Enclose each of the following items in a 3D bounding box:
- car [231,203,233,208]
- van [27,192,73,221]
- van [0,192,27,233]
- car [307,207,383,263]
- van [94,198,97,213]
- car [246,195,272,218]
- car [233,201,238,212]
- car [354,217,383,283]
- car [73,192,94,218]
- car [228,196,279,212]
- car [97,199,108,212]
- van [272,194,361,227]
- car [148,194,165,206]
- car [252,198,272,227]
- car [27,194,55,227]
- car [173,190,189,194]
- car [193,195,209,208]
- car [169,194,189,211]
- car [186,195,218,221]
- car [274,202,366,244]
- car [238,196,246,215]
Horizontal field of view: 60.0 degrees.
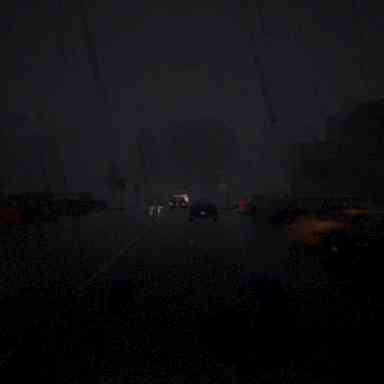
[{"bbox_3d":[6.228,1.212,30.911,4.792,1.488,2.163,1,1,-21],"label":"car"},{"bbox_3d":[-10.862,1.065,23.207,4.442,1.987,1.878,-1,0,-18],"label":"van"},{"bbox_3d":[-11.232,1.122,17.120,4.442,1.987,1.878,-1,1,-19],"label":"van"},{"bbox_3d":[6.399,1.374,10.308,5.008,1.535,2.097,1,1,-20],"label":"car"},{"bbox_3d":[-10.926,1.015,29.122,4.442,1.987,1.878,-1,1,-18],"label":"van"},{"bbox_3d":[6.297,1.139,22.065,4.553,1.767,2.185,1,0,-20],"label":"car"},{"bbox_3d":[6.252,1.084,27.965,4.553,1.767,2.185,1,0,-20],"label":"car"},{"bbox_3d":[6.373,1.430,7.363,4.792,1.488,2.163,1,1,-20],"label":"car"},{"bbox_3d":[-10.868,1.014,26.177,5.566,2.045,2.435,-1,0,-18],"label":"car"},{"bbox_3d":[6.229,1.195,33.874,4.674,1.452,2.002,1,1,-21],"label":"car"},{"bbox_3d":[-10.730,1.212,32.160,5.008,1.535,2.097,-1,1,-18],"label":"car"},{"bbox_3d":[6.477,1.095,16.220,4.442,1.987,1.878,1,0,-20],"label":"van"},{"bbox_3d":[-4.762,1.042,45.105,2.128,1.511,4.902,0,1,1],"label":"car"},{"bbox_3d":[6.353,1.292,19.123,5.008,1.535,2.097,1,1,-20],"label":"car"},{"bbox_3d":[-11.017,1.193,20.173,4.553,1.767,2.185,-1,1,-19],"label":"car"},{"bbox_3d":[-1.574,0.721,46.832,2.150,2.045,5.566,0,2,0],"label":"car"},{"bbox_3d":[1.051,1.147,40.809,1.812,1.442,4.674,0,1,0],"label":"car"},{"bbox_3d":[-1.461,1.223,35.462,2.033,1.411,5.357,0,1,-1],"label":"car"},{"bbox_3d":[0.882,1.250,24.684,1.882,1.535,5.008,0,1,4],"label":"car"},{"bbox_3d":[6.204,1.342,13.179,5.366,1.575,1.946,1,1,-20],"label":"car"},{"bbox_3d":[6.330,1.267,25.036,4.792,1.488,2.163,1,0,-20],"label":"car"}]
